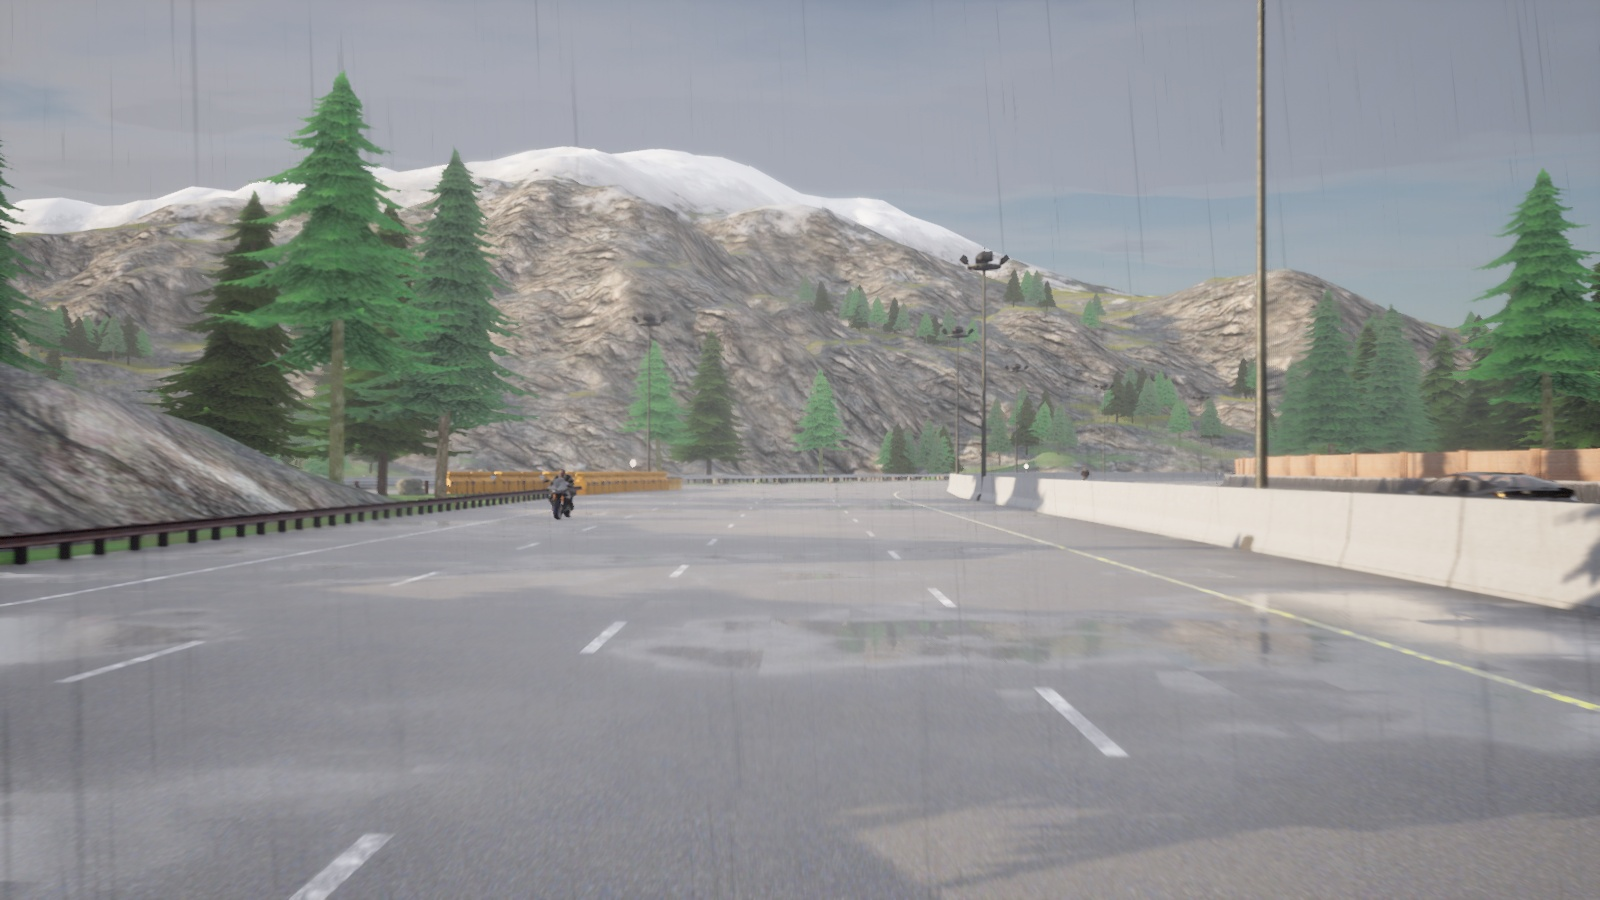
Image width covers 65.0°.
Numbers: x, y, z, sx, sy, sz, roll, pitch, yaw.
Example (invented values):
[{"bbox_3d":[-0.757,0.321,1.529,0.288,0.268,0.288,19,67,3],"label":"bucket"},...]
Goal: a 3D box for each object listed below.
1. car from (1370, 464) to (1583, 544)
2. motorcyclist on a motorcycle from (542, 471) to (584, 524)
[{"bbox_3d":[13.937,1.066,26.231,2.007,1.525,4.514,0,-1,0],"label":"car"},{"bbox_3d":[-7.090,1.398,37.671,0.866,1.530,2.191,0,-1,0],"label":"motorcyclist on a motorcycle"}]
